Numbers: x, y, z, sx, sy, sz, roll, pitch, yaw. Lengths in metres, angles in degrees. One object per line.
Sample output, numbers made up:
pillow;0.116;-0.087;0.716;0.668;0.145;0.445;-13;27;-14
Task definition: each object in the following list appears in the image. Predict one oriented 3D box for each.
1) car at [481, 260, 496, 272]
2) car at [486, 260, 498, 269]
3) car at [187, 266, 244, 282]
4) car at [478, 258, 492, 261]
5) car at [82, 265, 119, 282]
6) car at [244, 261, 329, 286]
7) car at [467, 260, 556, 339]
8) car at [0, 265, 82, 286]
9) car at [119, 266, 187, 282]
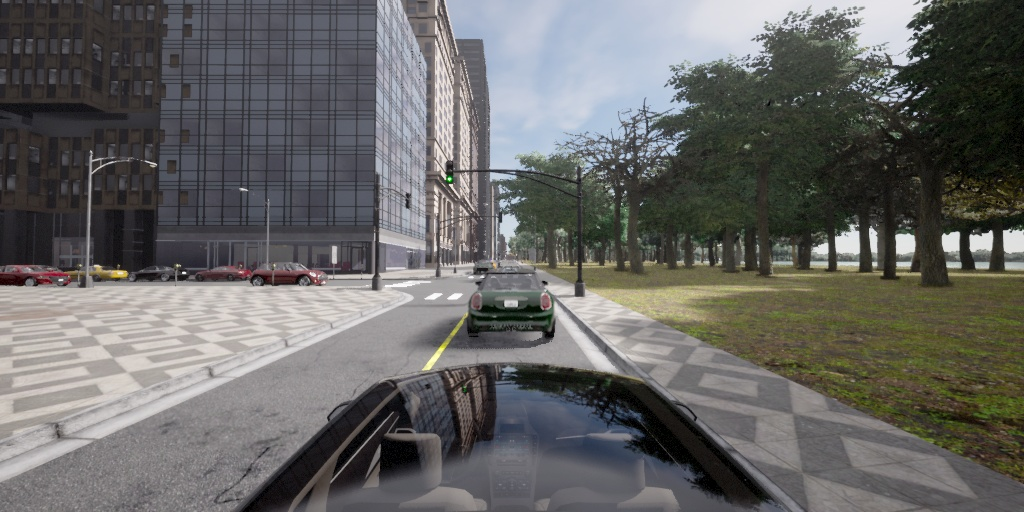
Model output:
car;-3.241;1.346;50.221;1.882;1.535;5.008;0;0;0
car;-3.252;1.433;59.385;1.812;1.442;4.674;0;0;0
car;-24.578;1.496;30.604;4.207;1.307;1.802;0;0;0
car;-3.222;1.184;41.198;2.097;1.767;4.553;0;0;0
car;-35.722;1.446;30.554;4.829;1.417;1.751;0;0;0
car;-13.601;1.122;22.130;4.097;1.591;1.967;0;0;-1
car;-0.007;1.108;10.265;2.097;1.767;4.553;0;0;0
car;-30.032;1.237;22.057;4.507;1.381;1.888;0;0;0
car;-30.065;1.483;30.580;4.313;1.339;1.948;0;0;0
